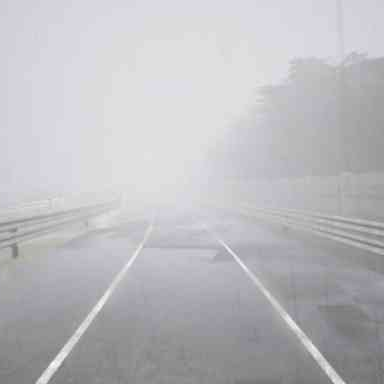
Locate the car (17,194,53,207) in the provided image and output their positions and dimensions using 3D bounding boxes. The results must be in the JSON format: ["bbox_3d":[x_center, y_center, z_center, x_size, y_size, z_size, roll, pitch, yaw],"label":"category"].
[{"bbox_3d":[-22.629,1.423,47.679,1.895,1.301,4.718,0,3,10],"label":"car"}]

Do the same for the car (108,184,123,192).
[{"bbox_3d":[-19.025,-1.048,86.624,2.150,2.045,5.566,0,3,10],"label":"car"}]

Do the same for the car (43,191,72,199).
[{"bbox_3d":[-23.910,0.704,60.062,2.033,1.411,5.357,0,3,10],"label":"car"}]

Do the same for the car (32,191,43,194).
[{"bbox_3d":[-27.361,0.495,60.649,2.097,1.767,4.553,0,3,10],"label":"car"}]

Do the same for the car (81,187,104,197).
[{"bbox_3d":[-19.562,0.394,64.347,2.128,1.511,4.902,0,3,10],"label":"car"}]

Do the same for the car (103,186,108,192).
[{"bbox_3d":[-22.472,-0.762,87.239,2.128,1.511,4.902,0,3,10],"label":"car"}]

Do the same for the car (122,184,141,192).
[{"bbox_3d":[-15.588,-0.757,85.968,1.837,1.490,4.892,0,3,10],"label":"car"}]
